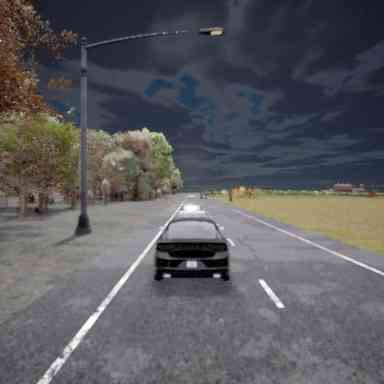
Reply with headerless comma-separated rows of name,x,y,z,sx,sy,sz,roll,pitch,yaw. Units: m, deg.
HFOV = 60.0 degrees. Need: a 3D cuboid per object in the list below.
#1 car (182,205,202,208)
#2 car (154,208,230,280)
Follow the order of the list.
car,-0.004,1.594,24.998,1.895,1.301,4.718,0,0,0
car,-0.001,1.478,9.980,1.882,1.535,5.008,0,0,0
